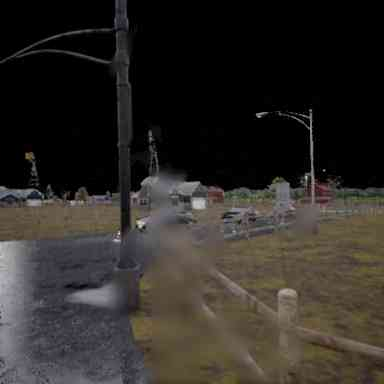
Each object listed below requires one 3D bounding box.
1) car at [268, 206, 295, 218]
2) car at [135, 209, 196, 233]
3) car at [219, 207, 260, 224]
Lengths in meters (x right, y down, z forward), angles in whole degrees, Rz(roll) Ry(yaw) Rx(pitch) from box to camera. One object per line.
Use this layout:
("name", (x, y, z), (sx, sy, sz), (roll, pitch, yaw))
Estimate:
("car", (10.680, 2.268, 39.427), (1.837, 1.490, 4.892), (-2, -2, 36))
("car", (-1.693, 1.900, 22.505), (2.128, 1.511, 4.902), (-2, -2, 38))
("car", (4.573, 2.134, 31.096), (2.033, 1.411, 5.357), (-2, -2, 36))
